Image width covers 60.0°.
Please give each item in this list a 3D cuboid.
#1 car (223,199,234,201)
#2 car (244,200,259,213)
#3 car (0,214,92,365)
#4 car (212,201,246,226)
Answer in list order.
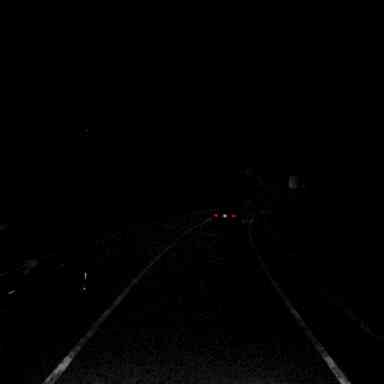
[{"bbox_3d":[5.056,1.715,46.341,1.994,1.385,4.181,2,0,20],"label":"car"},{"bbox_3d":[7.088,1.705,40.861,1.882,1.535,5.008,2,0,18],"label":"car"},{"bbox_3d":[-3.325,1.339,5.378,2.097,1.767,4.553,0,0,3],"label":"car"},{"bbox_3d":[2.649,1.651,24.404,2.033,1.411,5.357,1,0,11],"label":"car"}]
